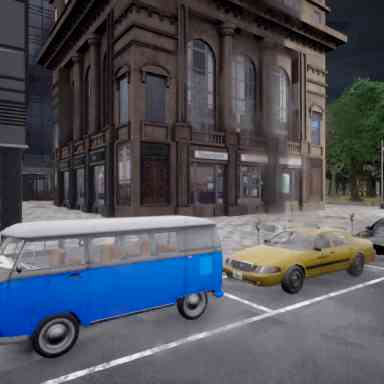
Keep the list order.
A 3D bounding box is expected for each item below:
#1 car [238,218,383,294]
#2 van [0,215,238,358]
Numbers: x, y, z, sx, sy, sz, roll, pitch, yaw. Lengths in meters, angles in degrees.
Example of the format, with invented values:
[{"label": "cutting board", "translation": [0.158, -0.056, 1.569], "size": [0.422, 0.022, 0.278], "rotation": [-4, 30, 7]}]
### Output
[{"label": "car", "translation": [2.975, 1.525, 8.765], "size": [4.829, 1.417, 1.752], "rotation": [0, 0, -35]}, {"label": "van", "translation": [-1.317, 1.341, 5.710], "size": [3.998, 1.788, 1.690], "rotation": [0, 0, -35]}]
